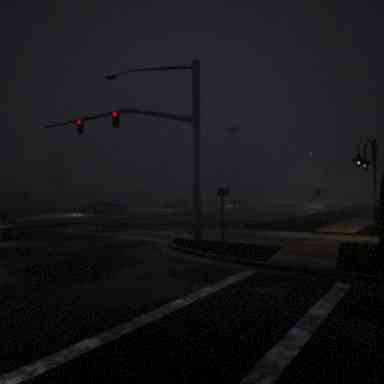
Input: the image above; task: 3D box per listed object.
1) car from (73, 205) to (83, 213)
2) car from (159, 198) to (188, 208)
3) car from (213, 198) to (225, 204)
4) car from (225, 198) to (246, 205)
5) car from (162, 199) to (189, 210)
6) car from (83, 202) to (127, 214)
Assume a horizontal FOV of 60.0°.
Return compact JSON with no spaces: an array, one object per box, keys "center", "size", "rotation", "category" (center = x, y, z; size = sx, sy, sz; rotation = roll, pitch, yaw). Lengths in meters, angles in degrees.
[{"center":[-12.464,1.924,42.535],"size":[2.033,1.411,5.357],"rotation":[-1,0,36],"category":"car"},{"center":[-3.041,1.866,55.423],"size":[2.128,1.511,4.902],"rotation":[-1,0,36],"category":"car"},{"center":[6.175,1.774,67.947],"size":[1.895,1.301,4.718],"rotation":[-1,0,36],"category":"car"},{"center":[9.022,1.889,65.909],"size":[1.837,1.490,4.892],"rotation":[-1,0,36],"category":"car"},{"center":[-2.419,1.841,50.364],"size":[1.837,1.490,4.892],"rotation":[-1,0,36],"category":"car"},{"center":[-10.126,1.940,39.804],"size":[1.895,1.301,4.718],"rotation":[-1,0,36],"category":"car"}]
